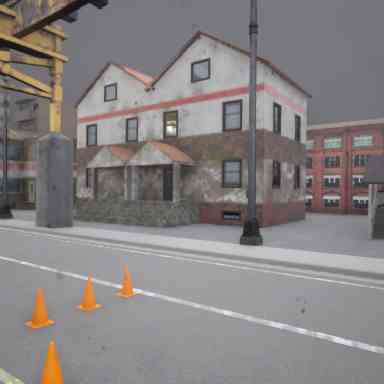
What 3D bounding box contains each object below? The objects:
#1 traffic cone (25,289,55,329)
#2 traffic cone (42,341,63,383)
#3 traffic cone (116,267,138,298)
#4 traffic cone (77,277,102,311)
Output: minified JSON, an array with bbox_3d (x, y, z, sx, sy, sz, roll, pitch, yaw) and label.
[{"bbox_3d":[-2.583,1.949,5.654,0.340,0.580,0.340,0,0,36],"label":"traffic cone"},{"bbox_3d":[-1.546,1.952,3.673,0.340,0.580,0.340,0,0,36],"label":"traffic cone"},{"bbox_3d":[-1.413,1.949,7.276,0.340,0.580,0.340,0,0,36],"label":"traffic cone"},{"bbox_3d":[-1.998,1.949,6.465,0.340,0.580,0.340,0,0,36],"label":"traffic cone"}]
